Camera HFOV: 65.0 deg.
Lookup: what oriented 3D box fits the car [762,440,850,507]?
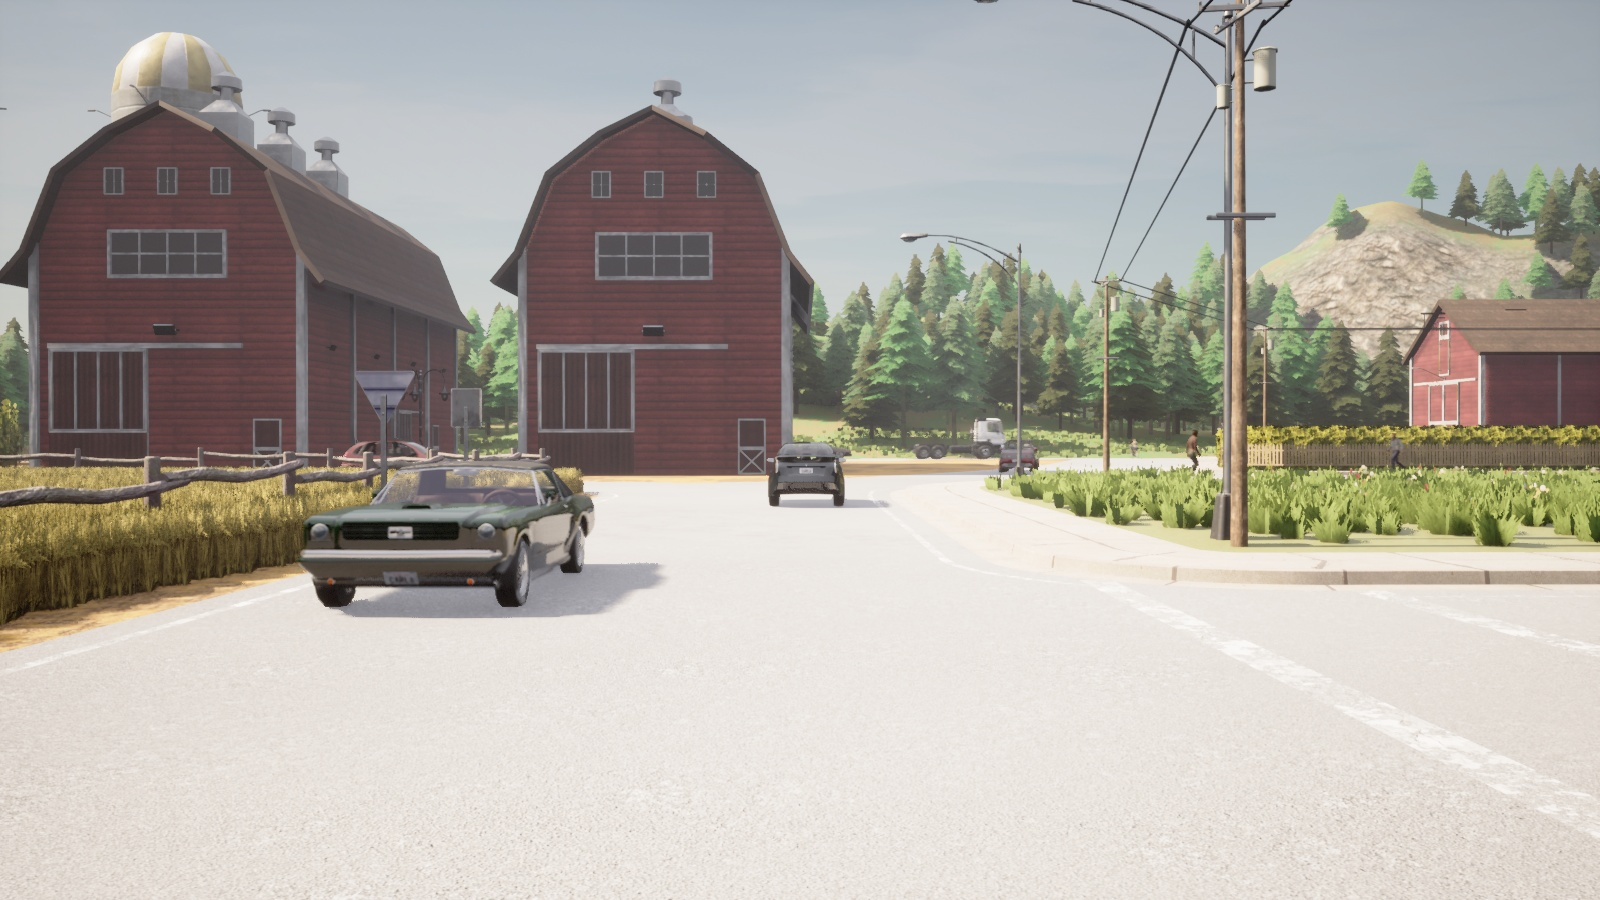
[{"bbox_3d":[0.159,0.519,31.037,2.007,1.525,4.514,0,0,0],"label":"car"}]

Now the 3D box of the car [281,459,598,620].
[{"bbox_3d":[-3.419,0.771,12.954,1.895,1.301,4.718,0,0,0],"label":"car"}]

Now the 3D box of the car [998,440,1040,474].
[{"bbox_3d":[10.325,0.306,59.106,1.789,1.549,3.705,-1,0,12],"label":"car"}]

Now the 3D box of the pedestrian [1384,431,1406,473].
[{"bbox_3d":[27.360,0.098,57.762,0.788,1.949,0.423,0,0,-7],"label":"pedestrian"}]

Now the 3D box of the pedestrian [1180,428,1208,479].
[{"bbox_3d":[13.977,0.133,44.533,0.869,1.805,0.328,0,0,-6],"label":"pedestrian"}]

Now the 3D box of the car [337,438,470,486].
[{"bbox_3d":[-13.561,0.390,43.135,3.988,1.617,1.851,0,0,-1],"label":"car"}]
